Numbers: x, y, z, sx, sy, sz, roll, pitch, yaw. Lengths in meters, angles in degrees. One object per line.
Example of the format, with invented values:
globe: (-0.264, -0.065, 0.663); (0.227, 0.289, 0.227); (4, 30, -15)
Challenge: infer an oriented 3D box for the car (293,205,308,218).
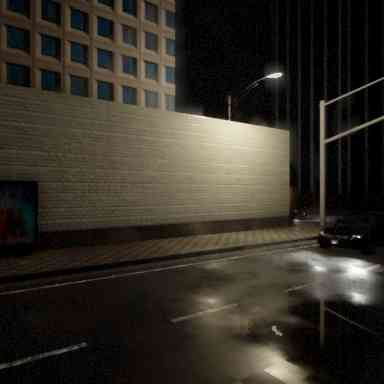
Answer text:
car: (8.116, 1.581, 29.970); (1.812, 1.442, 4.674); (0, 0, -36)

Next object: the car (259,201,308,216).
car: (9.317, 1.656, 34.295); (1.895, 1.301, 4.718); (0, 0, -36)

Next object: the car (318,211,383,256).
car: (7.004, 1.525, 13.315); (4.674, 1.442, 1.812); (0, 0, -36)
